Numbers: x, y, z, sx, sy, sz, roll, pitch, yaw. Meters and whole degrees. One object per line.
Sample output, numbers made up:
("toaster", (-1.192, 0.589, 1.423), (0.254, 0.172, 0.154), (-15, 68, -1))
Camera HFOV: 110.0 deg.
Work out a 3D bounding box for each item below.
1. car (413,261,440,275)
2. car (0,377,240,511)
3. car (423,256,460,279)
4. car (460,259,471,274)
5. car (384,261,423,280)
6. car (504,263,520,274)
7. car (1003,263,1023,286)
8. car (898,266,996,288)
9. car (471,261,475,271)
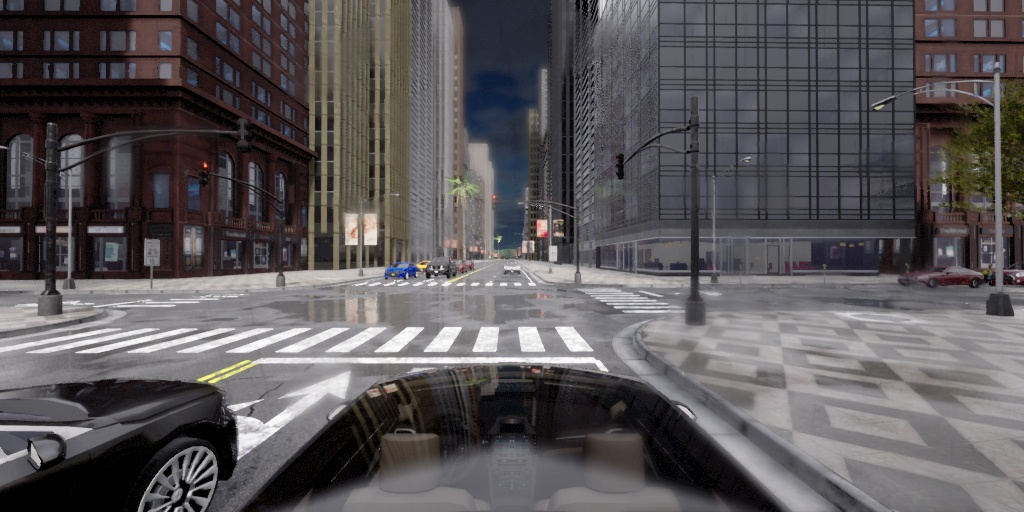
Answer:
("car", (-9.927, 1.318, 41.942), (1.882, 1.535, 5.008), (0, 0, 0))
("car", (-3.138, 1.241, 0.967), (2.128, 1.511, 4.902), (0, 0, -1))
("car", (-6.674, 1.038, 34.333), (2.150, 2.045, 5.566), (0, 0, 0))
("car", (-6.676, 1.198, 43.583), (2.097, 1.767, 4.553), (0, 0, 0))
("car", (-9.916, 1.289, 32.435), (1.882, 1.535, 5.008), (0, 0, 0))
("car", (0.006, 1.445, 43.149), (1.895, 1.301, 4.718), (0, 0, 0))
("car", (32.056, 1.118, 22.178), (4.097, 1.591, 1.967), (0, 0, -1))
("car", (26.418, 1.276, 22.078), (4.207, 1.307, 1.802), (0, 0, -1))
("car", (-6.698, 1.362, 53.532), (1.882, 1.535, 5.008), (0, 0, 0))
